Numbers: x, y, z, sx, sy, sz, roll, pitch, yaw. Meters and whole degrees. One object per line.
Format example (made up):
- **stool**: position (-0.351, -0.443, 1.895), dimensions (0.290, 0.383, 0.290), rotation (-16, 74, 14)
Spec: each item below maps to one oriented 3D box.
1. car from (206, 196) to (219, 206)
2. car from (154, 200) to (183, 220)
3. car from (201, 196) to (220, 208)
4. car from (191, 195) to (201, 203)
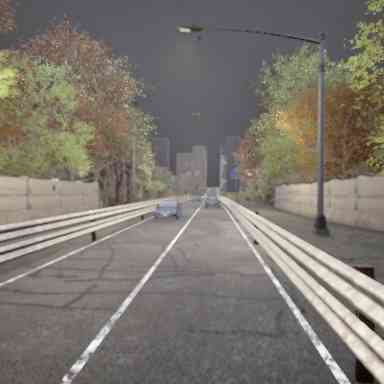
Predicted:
- **car**: position (3.326, 1.422, 53.745), dimensions (1.994, 1.385, 4.181), rotation (0, 0, 4)
- **car**: position (-1.779, 1.364, 26.135), dimensions (1.812, 1.442, 4.674), rotation (0, 0, 4)
- **car**: position (2.670, 1.313, 43.389), dimensions (2.128, 1.511, 4.902), rotation (0, 0, 4)
- **car**: position (0.935, 1.451, 67.464), dimensions (1.837, 1.490, 4.892), rotation (0, 0, 4)
